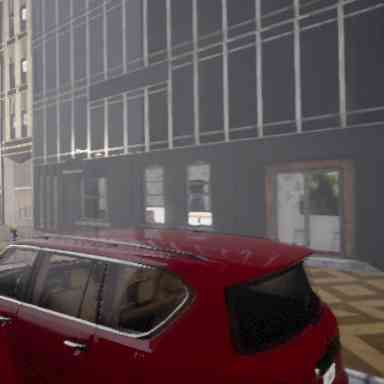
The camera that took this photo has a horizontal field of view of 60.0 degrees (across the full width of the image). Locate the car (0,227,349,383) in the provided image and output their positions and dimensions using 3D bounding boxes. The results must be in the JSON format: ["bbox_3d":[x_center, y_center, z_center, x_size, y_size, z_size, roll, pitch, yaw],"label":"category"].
[{"bbox_3d":[-1.024,1.315,3.627,5.009,1.841,2.192,0,-1,36],"label":"car"}]
